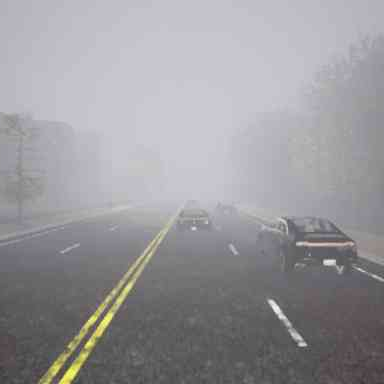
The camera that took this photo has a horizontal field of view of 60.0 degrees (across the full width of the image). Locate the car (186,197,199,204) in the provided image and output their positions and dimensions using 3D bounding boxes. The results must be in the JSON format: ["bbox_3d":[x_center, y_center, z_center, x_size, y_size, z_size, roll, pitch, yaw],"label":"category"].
[{"bbox_3d":[0.111,1.525,50.564,2.128,1.511,4.902,0,0,0],"label":"car"}]

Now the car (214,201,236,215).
[{"bbox_3d":[3.358,1.626,34.365,1.895,1.301,4.718,0,0,0],"label":"car"}]

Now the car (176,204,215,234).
[{"bbox_3d":[0.106,1.617,19.476,1.895,1.301,4.718,0,0,0],"label":"car"}]

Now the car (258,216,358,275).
[{"bbox_3d":[3.353,1.501,10.518,2.128,1.511,4.902,0,0,0],"label":"car"}]
